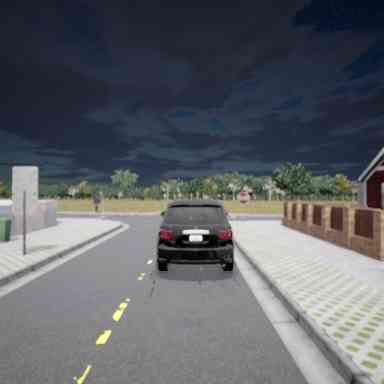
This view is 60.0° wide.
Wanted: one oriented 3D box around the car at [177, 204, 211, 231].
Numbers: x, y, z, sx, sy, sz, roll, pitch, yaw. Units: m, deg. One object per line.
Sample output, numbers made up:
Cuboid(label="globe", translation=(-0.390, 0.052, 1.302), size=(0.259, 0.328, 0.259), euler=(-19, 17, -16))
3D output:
Cuboid(label="car", translation=(0.010, 1.630, 22.542), size=(2.033, 1.411, 5.357), euler=(0, 0, -3))

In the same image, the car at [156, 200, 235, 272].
Cuboid(label="car", translation=(0.099, 1.262, 11.073), size=(2.150, 2.045, 5.566), euler=(0, 0, 0))

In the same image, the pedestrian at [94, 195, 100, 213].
Cuboid(label="pedestrian", translation=(-9.704, 1.188, 33.801), size=(0.375, 1.860, 0.375), euler=(0, -1, 0))
